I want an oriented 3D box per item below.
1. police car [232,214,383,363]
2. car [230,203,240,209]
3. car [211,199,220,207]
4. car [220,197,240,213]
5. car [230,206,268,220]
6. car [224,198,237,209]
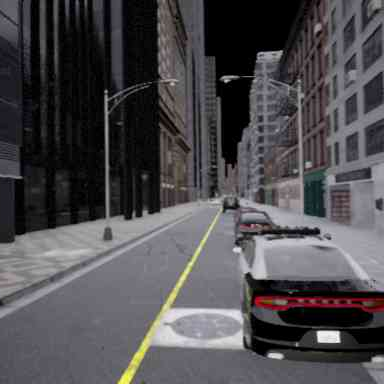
[{"bbox_3d":[1.839,1.469,6.358,1.930,1.638,5.238,-1,-1,6],"label":"police car"},{"bbox_3d":[3.615,1.723,22.147,1.812,1.442,4.674,-1,-1,6],"label":"car"},{"bbox_3d":[4.891,2.199,68.429,1.812,1.442,4.674,-1,-1,6],"label":"car"},{"bbox_3d":[5.046,1.627,42.909,2.150,2.045,5.566,-1,-1,7],"label":"car"},{"bbox_3d":[2.944,1.645,16.186,1.837,1.490,4.892,-1,-1,6],"label":"car"},{"bbox_3d":[6.569,1.874,56.530,2.097,1.767,4.553,-1,-1,6],"label":"car"}]
